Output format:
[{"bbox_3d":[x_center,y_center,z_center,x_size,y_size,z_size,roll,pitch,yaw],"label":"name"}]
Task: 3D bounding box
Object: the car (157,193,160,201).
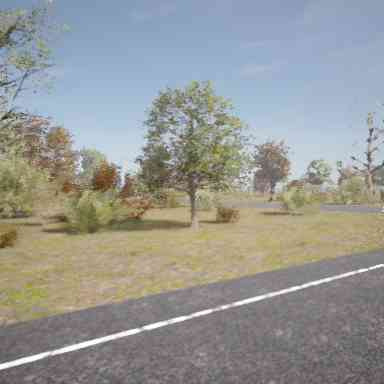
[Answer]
[{"bbox_3d":[-5.658,0.915,71.580,2.150,2.045,5.566,0,0,-35],"label":"car"}]
